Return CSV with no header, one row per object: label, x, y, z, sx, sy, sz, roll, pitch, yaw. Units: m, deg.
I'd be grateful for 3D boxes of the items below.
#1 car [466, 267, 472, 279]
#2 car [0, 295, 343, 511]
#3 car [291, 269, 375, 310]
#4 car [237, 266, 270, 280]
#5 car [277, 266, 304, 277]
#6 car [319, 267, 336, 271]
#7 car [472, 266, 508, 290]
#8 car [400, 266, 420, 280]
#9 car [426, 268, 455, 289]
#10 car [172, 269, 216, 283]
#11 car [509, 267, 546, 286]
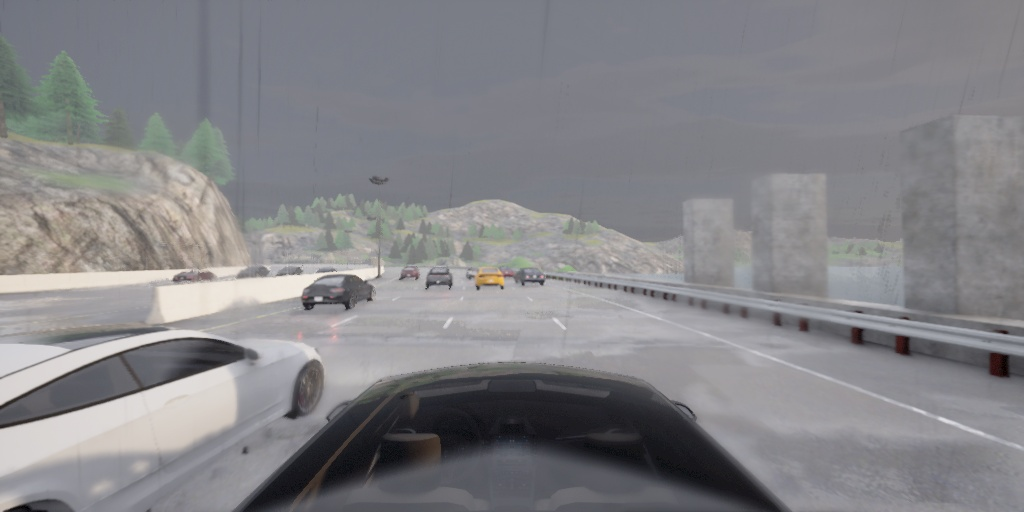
car,-4.097,1.886,39.944,1.895,1.301,4.718,0,-1,-11
car,-3.476,1.316,3.058,1.812,1.442,4.674,0,-1,0
car,-7.632,1.517,16.072,1.812,1.442,4.674,0,-1,-5
car,-29.789,1.979,41.552,1.837,1.490,4.892,0,0,-14
car,-26.592,1.980,43.168,1.837,1.490,4.892,0,0,-14
car,-23.834,2.066,46.425,1.994,1.385,4.181,0,-1,-15
car,-1.727,1.565,26.235,1.882,1.535,5.008,0,-1,-8
car,-11.110,1.848,39.241,1.812,1.442,4.674,0,-1,-12
car,-5.377,1.613,26.966,2.128,1.511,4.902,0,-1,-8
car,-32.171,1.988,36.413,1.994,1.385,4.181,0,-1,-13
car,1.351,1.658,29.613,2.033,1.411,5.357,0,-1,-9
